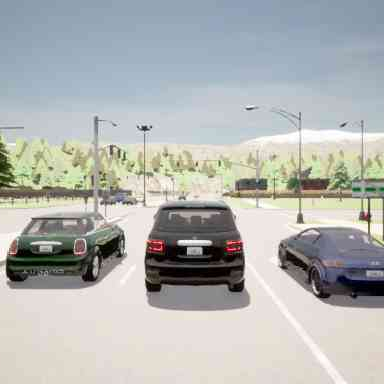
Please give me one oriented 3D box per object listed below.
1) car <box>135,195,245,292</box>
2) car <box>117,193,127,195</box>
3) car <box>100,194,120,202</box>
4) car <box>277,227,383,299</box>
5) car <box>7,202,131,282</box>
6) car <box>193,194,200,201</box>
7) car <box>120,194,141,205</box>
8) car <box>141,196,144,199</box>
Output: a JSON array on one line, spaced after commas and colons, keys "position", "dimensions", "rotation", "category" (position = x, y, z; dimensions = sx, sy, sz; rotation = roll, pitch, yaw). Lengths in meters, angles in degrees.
[{"position": [0.075, 1.221, 9.051], "dimensions": [2.150, 2.045, 5.566], "rotation": [0, 0, 1], "category": "car"}, {"position": [-14.186, 1.221, 66.561], "dimensions": [2.150, 2.045, 5.566], "rotation": [0, 0, 1], "category": "car"}, {"position": [-14.392, 1.564, 57.206], "dimensions": [1.994, 1.385, 4.181], "rotation": [0, 0, 1], "category": "car"}, {"position": [3.578, 1.564, 8.505], "dimensions": [1.994, 1.385, 4.181], "rotation": [0, 0, 0], "category": "car"}, {"position": [-3.417, 1.352, 9.946], "dimensions": [2.097, 1.767, 4.553], "rotation": [0, 0, 0], "category": "car"}, {"position": [1.116, 1.311, 83.397], "dimensions": [1.882, 1.535, 5.008], "rotation": [0, 0, 1], "category": "car"}, {"position": [-10.864, 1.547, 58.292], "dimensions": [2.033, 1.411, 5.357], "rotation": [0, 0, 1], "category": "car"}, {"position": [-10.658, 1.526, 67.874], "dimensions": [1.812, 1.442, 4.674], "rotation": [0, 0, 1], "category": "car"}]
